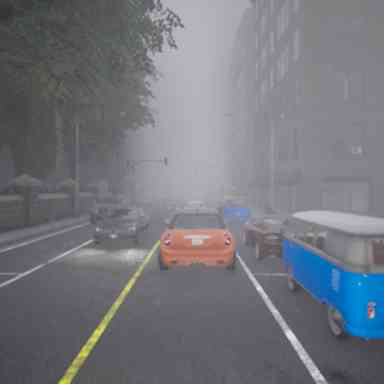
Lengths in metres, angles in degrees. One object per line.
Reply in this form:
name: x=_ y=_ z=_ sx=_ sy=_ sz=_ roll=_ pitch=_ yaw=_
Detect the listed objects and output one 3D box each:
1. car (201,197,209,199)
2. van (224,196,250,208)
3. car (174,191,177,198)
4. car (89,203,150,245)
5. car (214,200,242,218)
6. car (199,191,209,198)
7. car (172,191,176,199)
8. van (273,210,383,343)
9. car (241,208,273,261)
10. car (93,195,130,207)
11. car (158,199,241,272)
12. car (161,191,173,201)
car: x=0.236 y=1.369 z=24.855 sx=1.812 sy=1.442 sz=4.674 roll=0 pitch=0 yaw=0
van: x=2.983 y=1.199 z=23.177 sx=1.690 sy=1.788 sz=3.998 roll=0 pitch=0 yaw=0
car: x=-5.226 y=1.014 z=77.776 sx=1.887 sy=1.381 sz=4.507 roll=0 pitch=0 yaw=0
car: x=-3.016 y=1.428 z=15.146 sx=1.812 sy=1.442 sz=4.674 roll=0 pitch=0 yaw=0
car: x=3.016 y=1.386 z=28.838 sx=1.947 sy=1.339 sz=4.313 roll=0 pitch=0 yaw=0
car: x=3.330 y=0.886 z=83.212 sx=1.967 sy=1.590 sz=4.097 roll=0 pitch=0 yaw=0
car: x=-5.258 y=1.056 z=72.324 sx=2.008 sy=1.369 sz=4.403 roll=0 pitch=0 yaw=0
van: x=2.884 y=1.307 z=6.196 sx=1.690 sy=1.788 sz=3.998 roll=0 pitch=0 yaw=0
car: x=2.917 y=1.476 z=11.858 sx=1.887 sy=1.381 sz=4.507 roll=0 pitch=0 yaw=0
car: x=-5.542 y=1.162 z=23.186 sx=2.192 sy=1.841 sz=5.009 roll=0 pitch=0 yaw=0
car: x=0.155 y=1.288 z=10.741 sx=2.097 sy=1.767 sz=4.553 roll=0 pitch=1 yaw=0
car: x=-5.290 y=1.068 z=66.704 sx=1.752 sy=1.417 sz=4.829 roll=0 pitch=0 yaw=0
